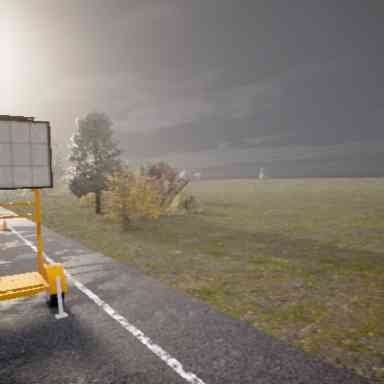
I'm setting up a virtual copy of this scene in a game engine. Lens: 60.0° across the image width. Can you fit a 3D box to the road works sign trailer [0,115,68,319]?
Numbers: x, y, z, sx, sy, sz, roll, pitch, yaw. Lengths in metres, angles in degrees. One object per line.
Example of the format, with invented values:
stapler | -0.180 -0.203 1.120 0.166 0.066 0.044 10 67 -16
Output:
road works sign trailer | -3.873 0.371 6.154 2.380 3.560 2.880 -3 2 -34
